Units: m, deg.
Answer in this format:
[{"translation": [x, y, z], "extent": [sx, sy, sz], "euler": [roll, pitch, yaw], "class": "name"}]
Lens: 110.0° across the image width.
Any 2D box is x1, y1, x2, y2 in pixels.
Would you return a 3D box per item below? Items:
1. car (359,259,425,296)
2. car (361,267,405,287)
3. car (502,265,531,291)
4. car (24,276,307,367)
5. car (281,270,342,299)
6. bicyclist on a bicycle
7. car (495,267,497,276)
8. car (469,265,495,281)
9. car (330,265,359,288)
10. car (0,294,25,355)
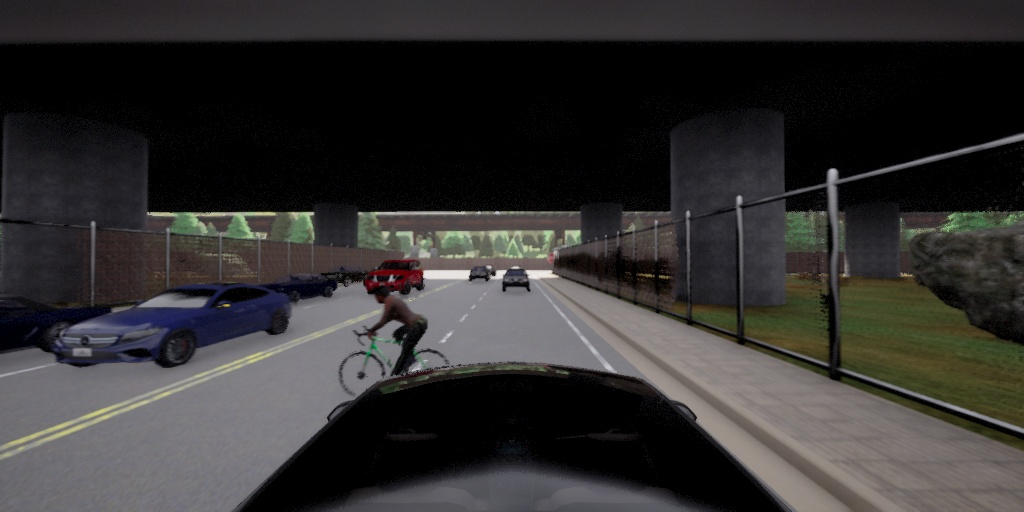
[{"translation": [-6.917, 1.219, 21.907], "extent": [2.150, 2.045, 5.566], "euler": [0, -1, 0], "class": "car"}, {"translation": [-10.313, 1.608, 29.028], "extent": [1.812, 1.442, 4.674], "euler": [0, -1, 1], "class": "car"}, {"translation": [0.295, 1.580, 24.723], "extent": [2.033, 1.411, 5.357], "euler": [0, -1, 1], "class": "car"}, {"translation": [-7.047, 1.353, 8.230], "extent": [1.812, 1.442, 4.674], "euler": [0, -1, 1], "class": "car"}, {"translation": [-10.463, 1.540, 17.395], "extent": [1.895, 1.301, 4.718], "euler": [0, -1, 1], "class": "car"}, {"translation": [-1.713, 1.246, 5.199], "extent": [1.656, 1.620, 0.582], "euler": [-2, -1, 1], "class": "bicyclist on a bicycle"}, {"translation": [-3.018, 1.847, 45.100], "extent": [1.994, 1.385, 4.181], "euler": [0, -1, 1], "class": "car"}, {"translation": [-3.106, 1.707, 35.077], "extent": [2.033, 1.411, 5.357], "euler": [0, -1, 0], "class": "car"}, {"translation": [-10.324, 1.209, 22.250], "extent": [1.895, 1.301, 4.718], "euler": [0, -1, 1], "class": "car"}, {"translation": [-10.569, 1.405, 6.381], "extent": [1.895, 1.301, 4.718], "euler": [0, -1, 0], "class": "car"}]
